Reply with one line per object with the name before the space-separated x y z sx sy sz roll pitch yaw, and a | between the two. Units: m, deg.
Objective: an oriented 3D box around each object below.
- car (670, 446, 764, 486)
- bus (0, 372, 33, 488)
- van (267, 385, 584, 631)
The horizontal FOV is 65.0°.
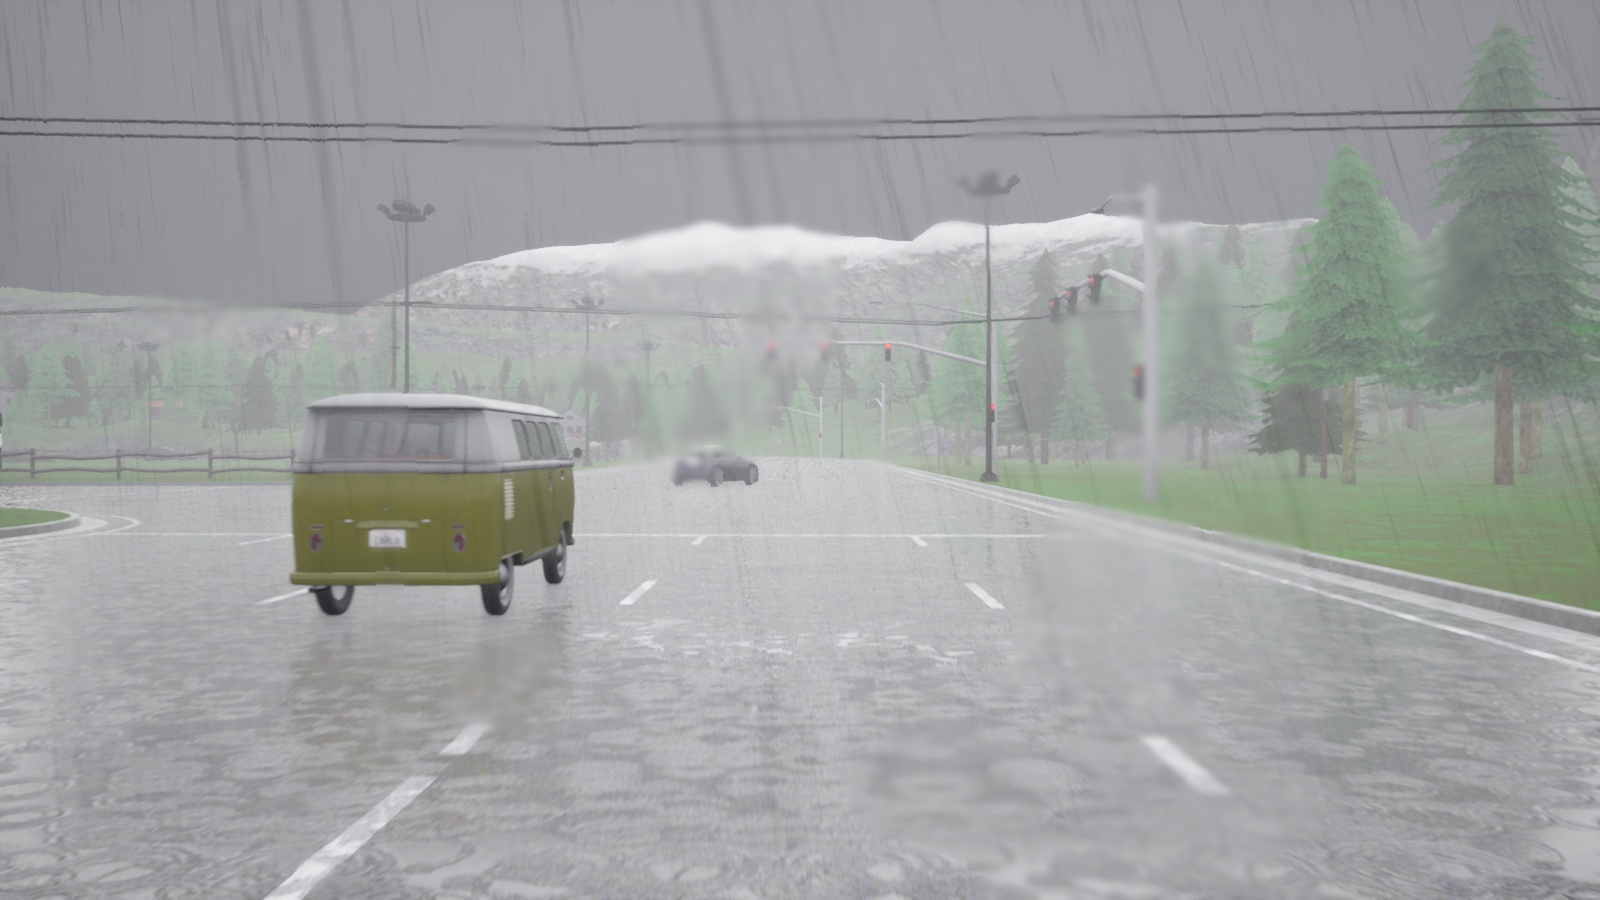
car | -3.150 0.578 48.412 1.970 1.475 3.806 0 0 27
bus | -34.413 -0.783 45.934 10.273 4.253 3.944 1 0 0
van | -3.411 0.464 12.369 1.775 1.987 4.442 0 0 0
